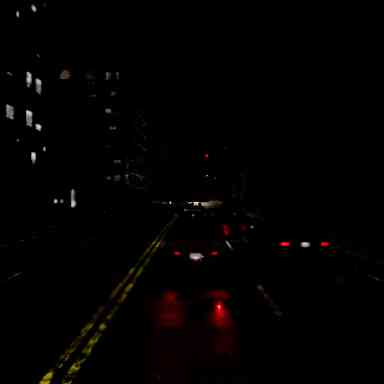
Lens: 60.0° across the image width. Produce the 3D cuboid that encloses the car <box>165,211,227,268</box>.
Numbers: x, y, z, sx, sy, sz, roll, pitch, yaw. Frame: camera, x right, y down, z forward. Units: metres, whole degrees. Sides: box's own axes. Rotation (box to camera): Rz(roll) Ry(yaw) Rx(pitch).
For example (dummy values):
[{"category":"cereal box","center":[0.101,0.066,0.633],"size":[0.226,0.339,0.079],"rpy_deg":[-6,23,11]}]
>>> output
[{"category":"car","center":[0.093,1.586,11.329],"size":[1.812,1.442,4.674],"rpy_deg":[0,0,0]}]

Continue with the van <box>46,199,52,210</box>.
[{"category":"van","center":[-22.742,1.876,49.245],"size":[3.998,1.788,1.690],"rpy_deg":[-1,1,-1]}]

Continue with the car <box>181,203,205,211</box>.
[{"category":"car","center":[0.087,1.646,28.355],"size":[2.128,1.511,4.902],"rpy_deg":[0,0,0]}]

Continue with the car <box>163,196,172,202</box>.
[{"category":"car","center":[-6.522,1.880,89.777],"size":[2.097,1.767,4.553],"rpy_deg":[0,0,0]}]

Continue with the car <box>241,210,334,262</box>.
[{"category":"car","center":[3.344,1.613,12.316],"size":[2.033,1.411,5.357],"rpy_deg":[0,0,0]}]

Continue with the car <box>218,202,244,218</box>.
[{"category":"car","center":[3.344,1.635,28.976],"size":[1.882,1.535,5.008],"rpy_deg":[0,-1,-1]}]
